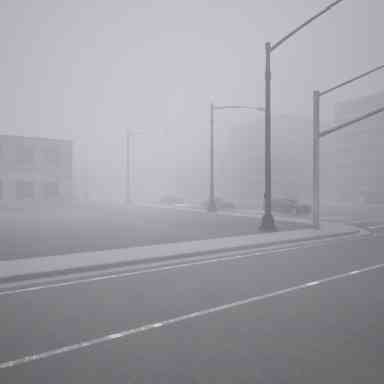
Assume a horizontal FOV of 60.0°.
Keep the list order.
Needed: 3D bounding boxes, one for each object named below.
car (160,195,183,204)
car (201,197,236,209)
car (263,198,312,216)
[{"bbox_3d":[-3.072,1.083,49.666,1.994,1.385,4.181,0,1,-34],"label":"car"},{"bbox_3d":[3.228,1.316,40.454,1.895,1.301,4.718,0,1,-34],"label":"car"},{"bbox_3d":[9.063,1.345,31.978,1.882,1.535,5.008,0,1,-35],"label":"car"}]
